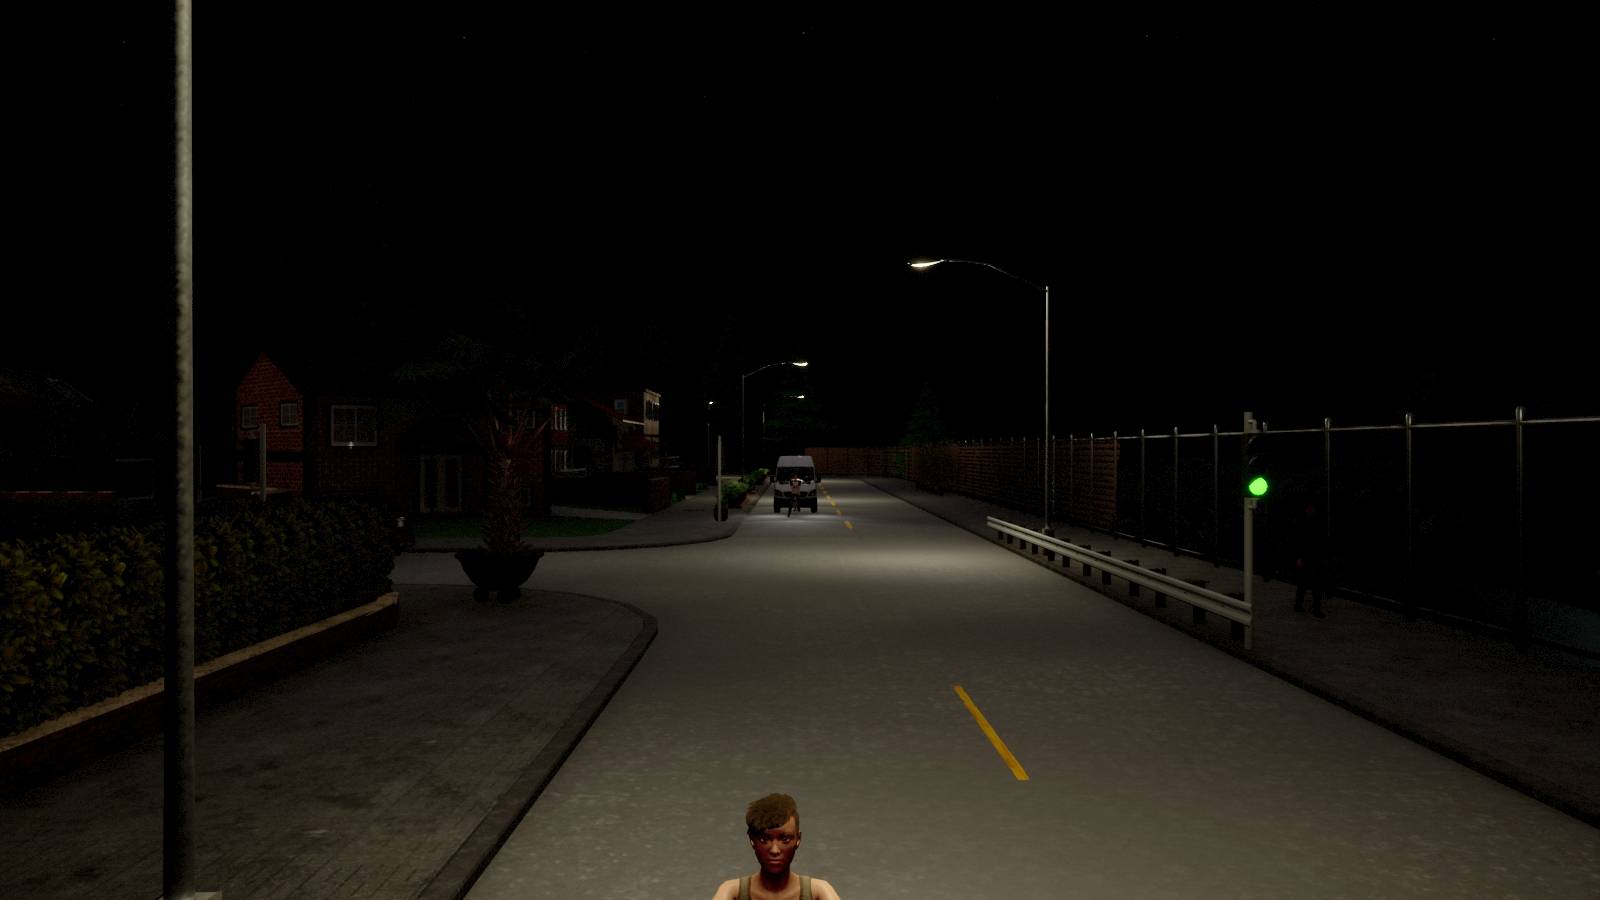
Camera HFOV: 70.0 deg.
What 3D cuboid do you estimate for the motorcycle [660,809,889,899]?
[{"bbox_3d":[-0.084,2.157,3.590,0.764,1.307,2.356,0,0,-1],"label":"motorcycle"}]

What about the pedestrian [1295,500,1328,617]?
[{"bbox_3d":[8.304,1.751,18.565,0.375,1.860,0.375,0,0,1],"label":"pedestrian"}]

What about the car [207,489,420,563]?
[{"bbox_3d":[-12.378,1.916,29.295,4.553,1.767,2.097,0,0,0],"label":"car"}]
